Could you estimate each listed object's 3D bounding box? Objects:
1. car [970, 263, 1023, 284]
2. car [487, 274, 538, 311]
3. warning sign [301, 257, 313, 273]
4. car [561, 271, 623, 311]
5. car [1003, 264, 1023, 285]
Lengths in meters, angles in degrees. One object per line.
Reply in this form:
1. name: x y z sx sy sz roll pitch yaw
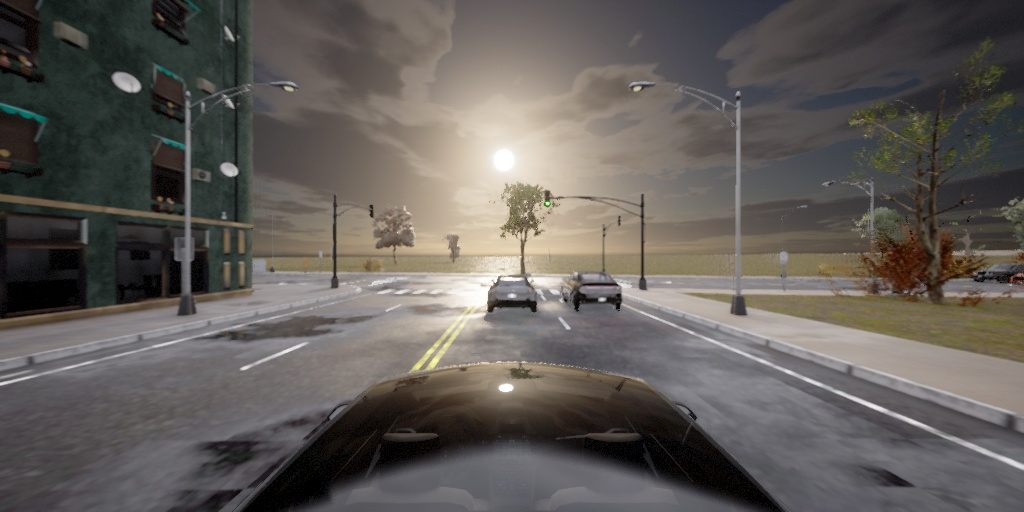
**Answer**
1. car: 49.985 1.742 36.080 5.566 2.045 2.150 1 0 2
2. car: 0.022 1.451 15.160 1.994 1.385 4.181 0 0 0
3. warning sign: -23.471 0.994 40.776 1.060 1.860 1.300 0 0 1
4. car: 3.274 1.381 15.352 2.128 1.511 4.902 0 0 1
5. car: 49.030 1.855 32.862 4.553 1.767 2.097 0 0 2
